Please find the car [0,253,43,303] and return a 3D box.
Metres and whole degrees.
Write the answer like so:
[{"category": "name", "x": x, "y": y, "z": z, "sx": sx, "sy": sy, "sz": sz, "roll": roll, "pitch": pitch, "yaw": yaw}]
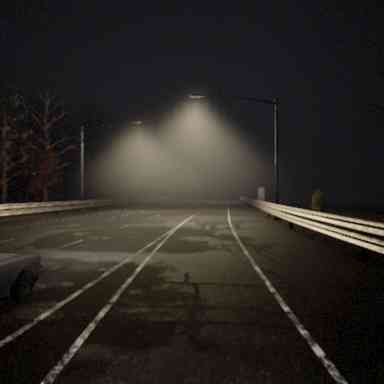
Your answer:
[{"category": "car", "x": -4.527, "y": 1.614, "z": 5.535, "sx": 1.895, "sy": 1.301, "sz": 4.718, "roll": 0, "pitch": 0, "yaw": 6}]
